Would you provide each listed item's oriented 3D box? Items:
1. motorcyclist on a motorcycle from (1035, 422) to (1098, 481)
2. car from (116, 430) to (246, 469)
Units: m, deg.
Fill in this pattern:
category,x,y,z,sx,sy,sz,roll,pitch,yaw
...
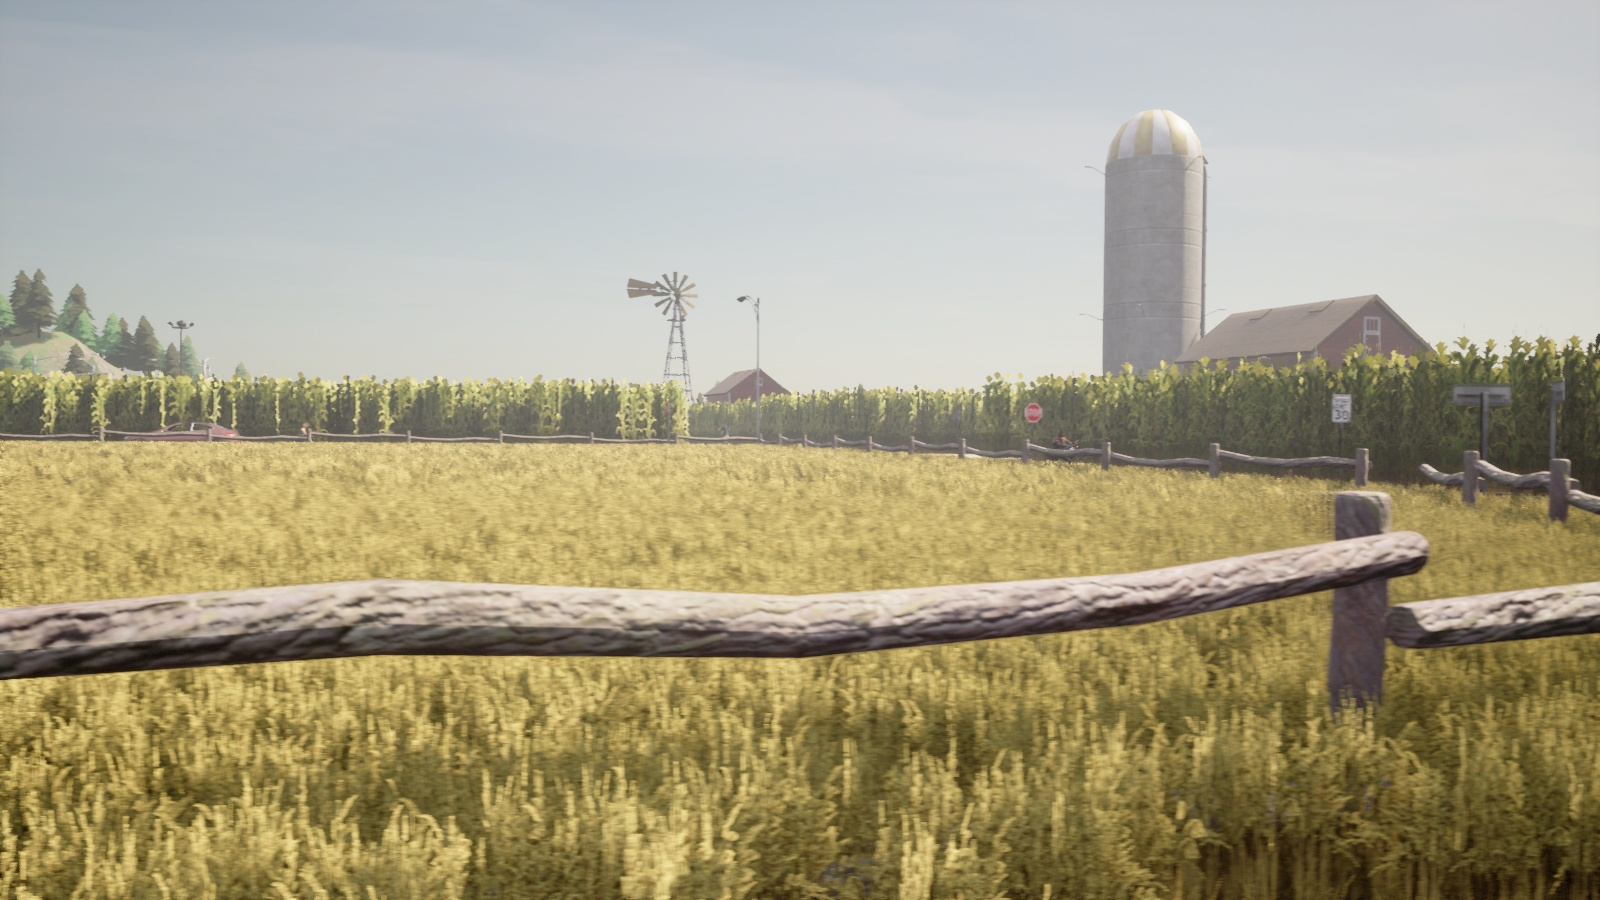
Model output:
category,x,y,z,sx,sy,sz,roll,pitch,yaw
motorcyclist on a motorcycle,7.763,0.013,36.698,0.766,1.649,2.350,-1,1,-16
car,-28.386,-0.048,57.784,5.027,1.651,2.152,-1,1,-17
